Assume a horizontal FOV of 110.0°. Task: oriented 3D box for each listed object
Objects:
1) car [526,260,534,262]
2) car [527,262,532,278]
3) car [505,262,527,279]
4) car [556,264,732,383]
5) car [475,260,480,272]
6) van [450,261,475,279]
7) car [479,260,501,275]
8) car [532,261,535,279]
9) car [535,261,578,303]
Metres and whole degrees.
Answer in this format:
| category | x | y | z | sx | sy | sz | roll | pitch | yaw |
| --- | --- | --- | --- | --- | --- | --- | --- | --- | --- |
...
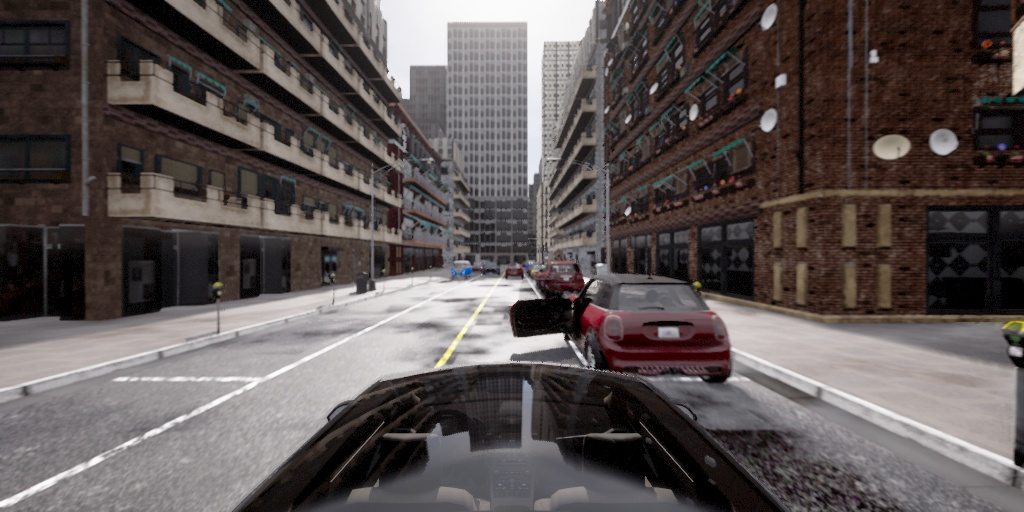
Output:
| category | x | y | z | sx | sy | sz | roll | pitch | yaw |
| --- | --- | --- | --- | --- | --- | --- | --- | --- | --- |
| car | 2.776 | 1.552 | 41.980 | 1.967 | 1.591 | 4.097 | 0 | 0 | 0 |
| car | 2.748 | 1.588 | 36.602 | 1.751 | 1.417 | 4.829 | 0 | 0 | 0 |
| car | 0.265 | 1.556 | 37.822 | 1.882 | 1.535 | 5.008 | 0 | 0 | 0 |
| car | 2.295 | 1.150 | 7.361 | 2.097 | 1.767 | 4.553 | 0 | -1 | 0 |
| car | -5.047 | 1.665 | 53.099 | 1.967 | 1.591 | 4.097 | 0 | 0 | 0 |
| van | -5.133 | 1.416 | 36.453 | 1.690 | 1.789 | 3.998 | 0 | 0 | 0 |
| car | -2.535 | 1.500 | 45.095 | 2.097 | 1.767 | 4.553 | 0 | 0 | 1 |
| car | 2.690 | 1.401 | 25.334 | 1.967 | 1.591 | 4.097 | 0 | 0 | 0 |
| car | 2.662 | 1.226 | 19.786 | 2.192 | 1.841 | 5.009 | 0 | 0 | 0 |
